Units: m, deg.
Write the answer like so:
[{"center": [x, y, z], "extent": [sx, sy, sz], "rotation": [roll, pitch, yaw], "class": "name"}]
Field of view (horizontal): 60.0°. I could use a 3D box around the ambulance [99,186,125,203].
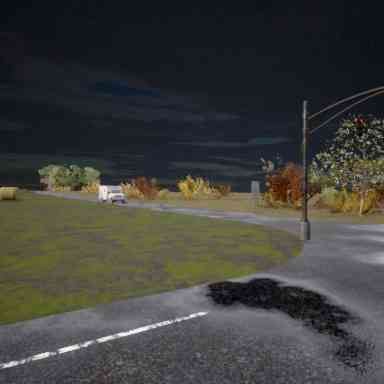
[{"center": [-12.006, 0.337, 49.996], "extent": [2.351, 2.431, 6.366], "rotation": [2, 0, -32], "class": "ambulance"}]
